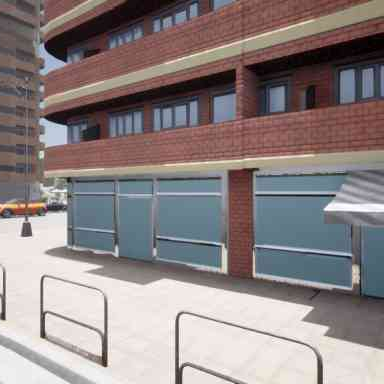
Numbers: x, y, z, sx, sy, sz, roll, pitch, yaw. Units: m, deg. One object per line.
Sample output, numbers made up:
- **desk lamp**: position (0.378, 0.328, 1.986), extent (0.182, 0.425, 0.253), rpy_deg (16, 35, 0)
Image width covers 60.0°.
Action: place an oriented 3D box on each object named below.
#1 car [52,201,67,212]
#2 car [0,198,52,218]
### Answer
- **car**: position (-15.392, 1.601, 35.841), extent (1.895, 1.301, 4.718), rpy_deg (0, 0, 36)
- **car**: position (-15.505, 1.352, 29.755), extent (2.097, 1.767, 4.553), rpy_deg (0, 0, 36)
